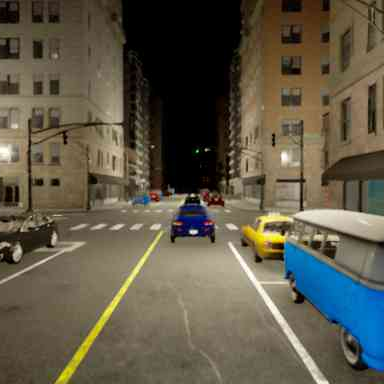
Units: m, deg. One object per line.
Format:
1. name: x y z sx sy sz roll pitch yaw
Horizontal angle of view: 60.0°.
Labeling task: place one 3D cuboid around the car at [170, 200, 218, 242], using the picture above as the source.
1. car: -0.003 1.303 14.840 1.812 1.442 4.674 0 1 -1

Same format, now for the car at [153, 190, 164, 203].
1. car: -5.858 0.574 49.312 2.192 1.841 5.009 0 1 0

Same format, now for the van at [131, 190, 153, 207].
1. van: -5.858 0.771 38.141 1.690 1.788 3.998 0 1 0

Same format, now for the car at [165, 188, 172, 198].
1. car: -5.857 0.442 71.657 1.887 1.381 4.507 0 1 0

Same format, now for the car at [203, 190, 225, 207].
1. car: 2.668 0.870 38.160 1.967 1.590 4.097 0 1 0

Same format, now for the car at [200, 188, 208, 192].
1. car: 2.668 0.574 49.327 2.192 1.841 5.009 0 1 0

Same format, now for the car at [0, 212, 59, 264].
1. car: -5.857 1.386 10.951 2.008 1.369 4.403 0 1 0

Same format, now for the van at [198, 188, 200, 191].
1. van: 2.668 0.332 66.081 1.690 1.788 3.998 0 1 0

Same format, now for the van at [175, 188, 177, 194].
1. van: -5.858 -0.138 93.994 1.690 1.788 3.998 0 1 0

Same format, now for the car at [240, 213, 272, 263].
1. car: 2.668 1.358 11.139 1.752 1.417 4.829 0 1 0

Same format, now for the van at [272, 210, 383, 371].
1. van: 2.668 1.261 5.297 1.690 1.788 3.998 0 1 0

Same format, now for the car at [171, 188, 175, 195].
1. car: -5.858 0.276 82.828 1.947 1.339 4.313 0 1 0

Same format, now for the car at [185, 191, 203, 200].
1. car: 0.100 0.908 43.754 1.994 1.385 4.181 0 1 0
